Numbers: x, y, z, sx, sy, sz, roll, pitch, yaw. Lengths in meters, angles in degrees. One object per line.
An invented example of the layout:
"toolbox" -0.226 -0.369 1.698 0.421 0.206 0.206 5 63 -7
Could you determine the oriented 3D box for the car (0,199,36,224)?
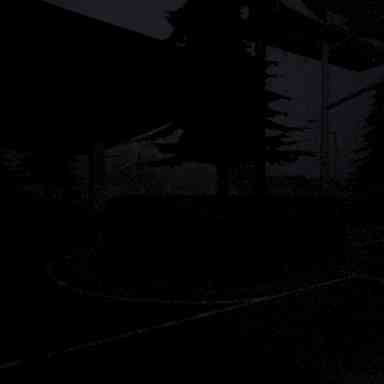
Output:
"car" -12.935 1.340 22.792 3.866 1.878 1.905 1 0 -36
